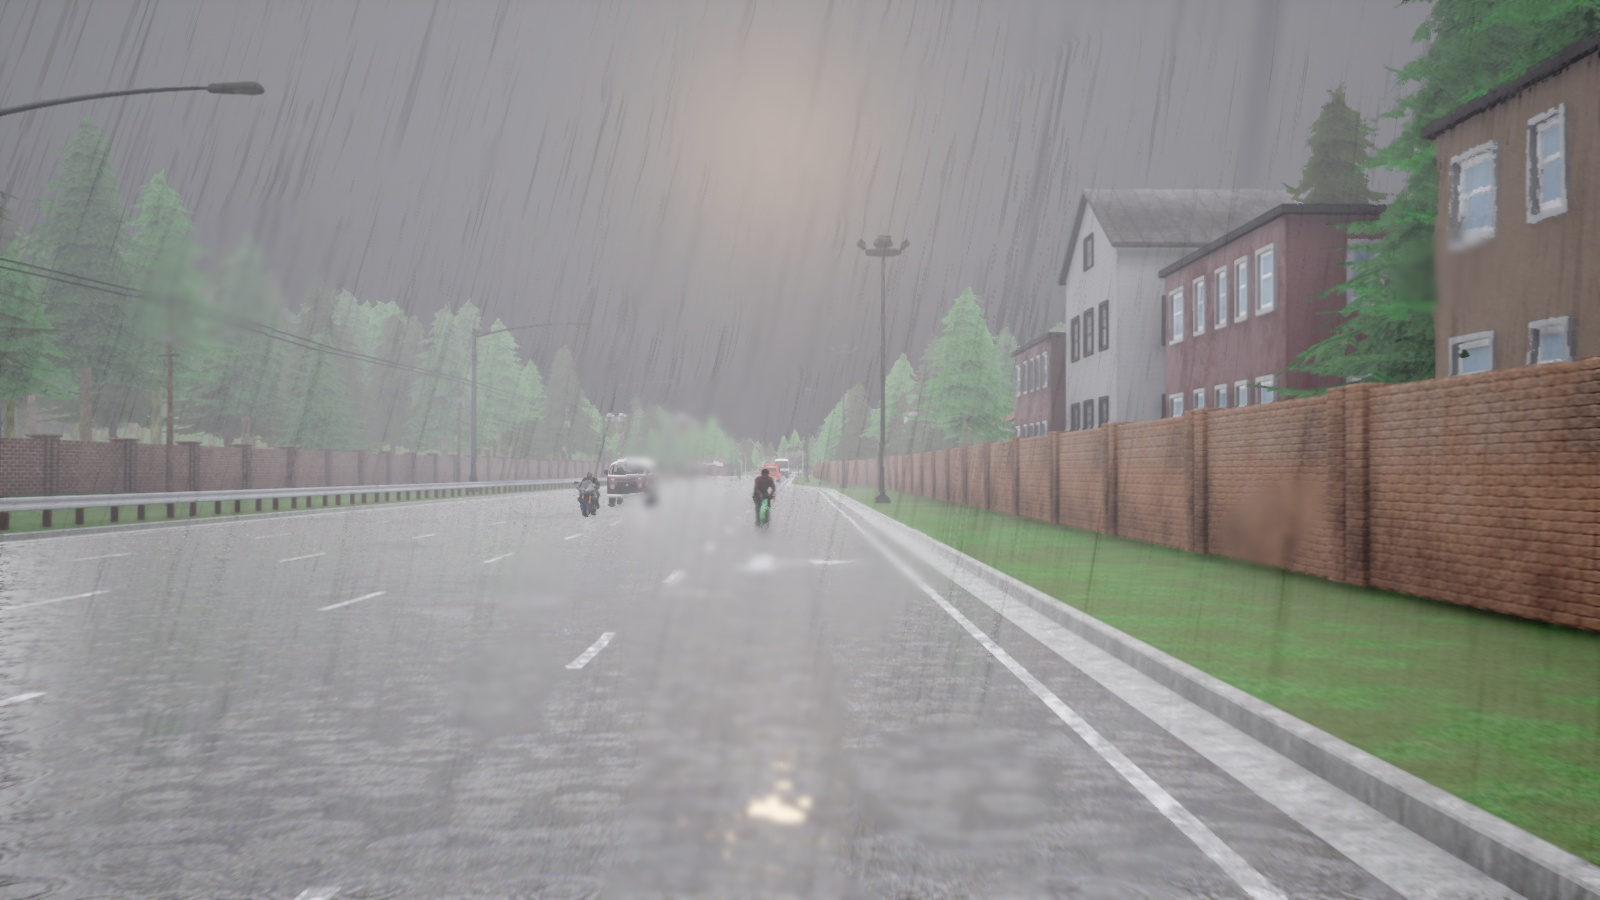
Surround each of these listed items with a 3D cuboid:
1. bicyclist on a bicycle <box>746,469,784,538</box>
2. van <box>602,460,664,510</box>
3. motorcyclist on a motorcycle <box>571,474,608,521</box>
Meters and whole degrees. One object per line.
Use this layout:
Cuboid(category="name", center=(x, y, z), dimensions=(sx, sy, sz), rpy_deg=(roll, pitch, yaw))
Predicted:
Cuboid(category="bicyclist on a bicycle", center=(-0.854, 1.283, 30.589), dimensions=(0.582, 1.620, 1.656), rpy_deg=(0, -1, -14))
Cuboid(category="van", center=(-7.133, 1.470, 53.976), dimensions=(2.069, 2.038, 4.480), rpy_deg=(0, -1, 0))
Cuboid(category="motorcyclist on a motorcycle", center=(-7.104, 1.589, 42.461), dimensions=(0.866, 1.530, 2.191), rpy_deg=(0, -1, 0))
